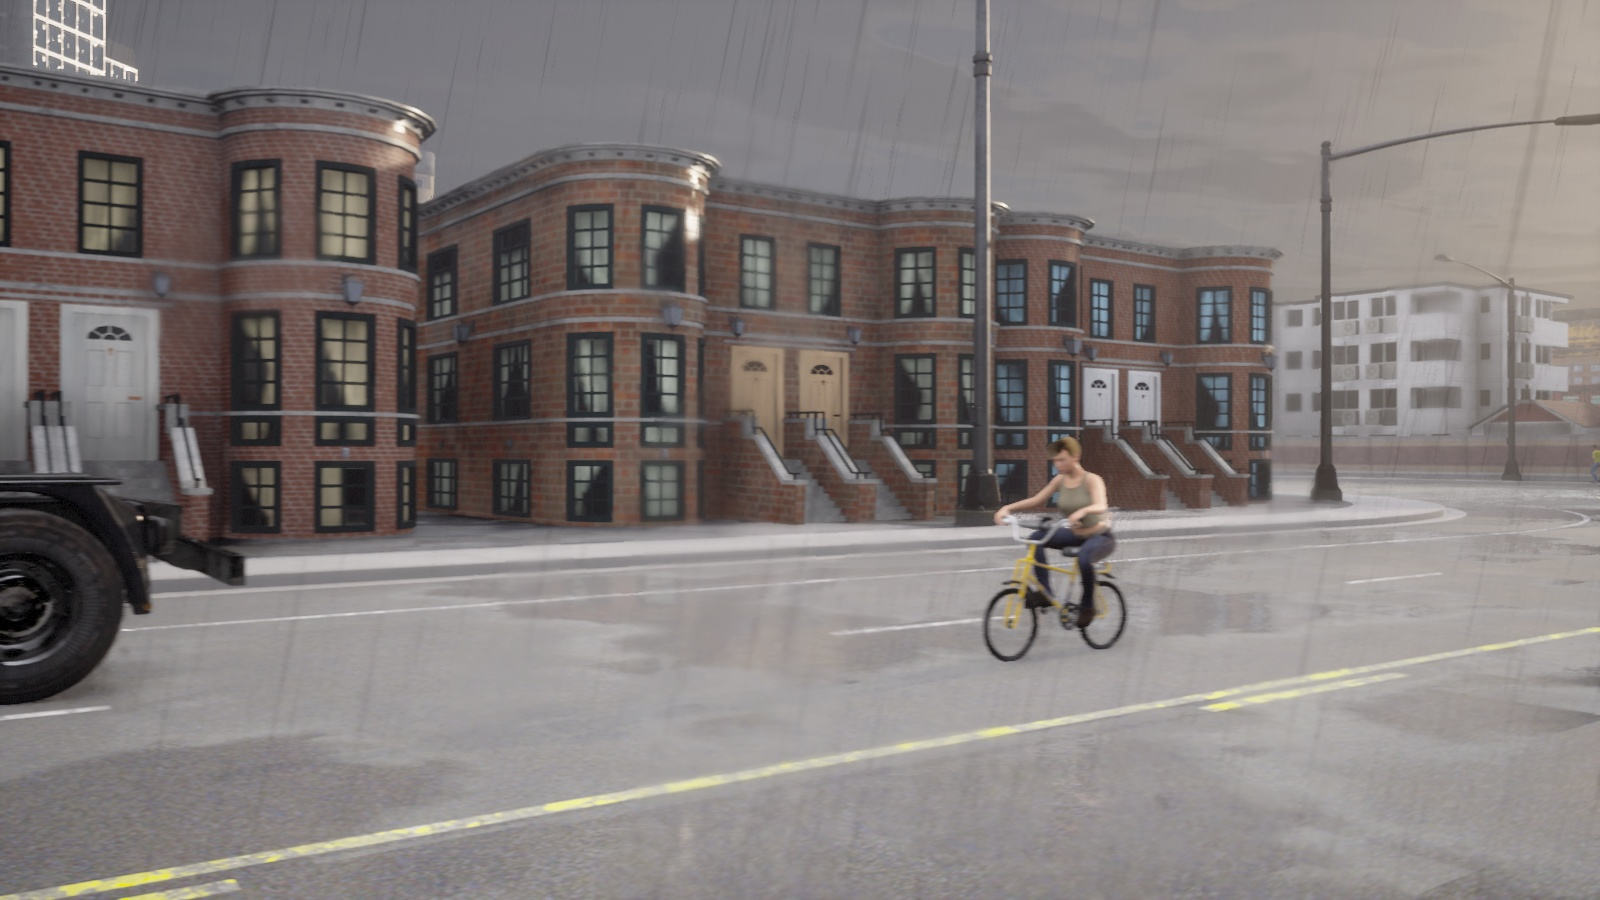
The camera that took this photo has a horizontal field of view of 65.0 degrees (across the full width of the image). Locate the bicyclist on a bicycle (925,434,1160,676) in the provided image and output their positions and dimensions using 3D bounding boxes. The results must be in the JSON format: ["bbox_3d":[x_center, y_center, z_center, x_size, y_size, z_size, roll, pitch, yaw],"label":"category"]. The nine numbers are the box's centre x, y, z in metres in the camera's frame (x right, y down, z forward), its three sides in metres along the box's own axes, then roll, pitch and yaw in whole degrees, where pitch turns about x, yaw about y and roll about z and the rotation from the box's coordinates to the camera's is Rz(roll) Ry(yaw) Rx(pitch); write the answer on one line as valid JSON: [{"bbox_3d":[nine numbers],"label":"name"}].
[{"bbox_3d":[1.775,0.700,9.158,1.509,1.612,0.866,0,0,-35],"label":"bicyclist on a bicycle"}]

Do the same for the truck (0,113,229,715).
[{"bbox_3d":[-7.688,-0.204,6.842,7.936,3.462,2.891,0,0,-35],"label":"truck"}]

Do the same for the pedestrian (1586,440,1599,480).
[{"bbox_3d":[37.075,0.465,58.507,0.354,1.836,0.706,0,0,-27],"label":"pedestrian"}]
